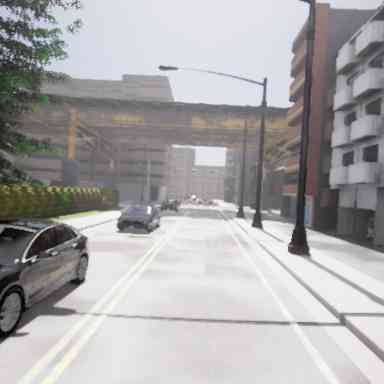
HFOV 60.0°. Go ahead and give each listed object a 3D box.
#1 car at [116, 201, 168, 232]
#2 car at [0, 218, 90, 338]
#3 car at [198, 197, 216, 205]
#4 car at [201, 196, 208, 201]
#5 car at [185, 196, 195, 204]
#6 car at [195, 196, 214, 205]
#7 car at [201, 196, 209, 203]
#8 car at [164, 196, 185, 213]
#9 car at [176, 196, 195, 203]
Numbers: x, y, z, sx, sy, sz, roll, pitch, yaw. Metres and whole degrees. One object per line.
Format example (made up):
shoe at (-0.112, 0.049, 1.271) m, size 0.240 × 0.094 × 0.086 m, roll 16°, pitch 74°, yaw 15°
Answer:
car at (-2.957, 1.444, 19.710) m, size 2.033 × 1.411 × 5.357 m, roll 3°, pitch 0°, yaw 2°
car at (-3.460, 1.321, 6.376) m, size 1.837 × 1.490 × 4.892 m, roll 3°, pitch 0°, yaw 2°
car at (2.852, 1.710, 65.040) m, size 1.853 × 1.218 × 4.536 m, roll 3°, pitch 0°, yaw -18°
car at (3.502, 1.850, 91.634) m, size 1.853 × 1.218 × 4.536 m, roll 3°, pitch 0°, yaw 2°
car at (-1.279, 1.624, 65.455) m, size 2.038 × 1.542 × 4.974 m, roll 3°, pitch 0°, yaw 27°
car at (2.859, 1.868, 64.990) m, size 2.038 × 1.542 × 4.974 m, roll 3°, pitch 0°, yaw -18°
car at (3.491, 2.007, 91.581) m, size 2.038 × 1.542 × 4.974 m, roll 3°, pitch 0°, yaw 2°
car at (-2.244, 1.346, 35.773) m, size 2.033 × 1.411 × 5.357 m, roll 3°, pitch 0°, yaw 2°
car at (-1.247, 1.468, 65.502) m, size 1.853 × 1.218 × 4.536 m, roll 3°, pitch 0°, yaw 27°
